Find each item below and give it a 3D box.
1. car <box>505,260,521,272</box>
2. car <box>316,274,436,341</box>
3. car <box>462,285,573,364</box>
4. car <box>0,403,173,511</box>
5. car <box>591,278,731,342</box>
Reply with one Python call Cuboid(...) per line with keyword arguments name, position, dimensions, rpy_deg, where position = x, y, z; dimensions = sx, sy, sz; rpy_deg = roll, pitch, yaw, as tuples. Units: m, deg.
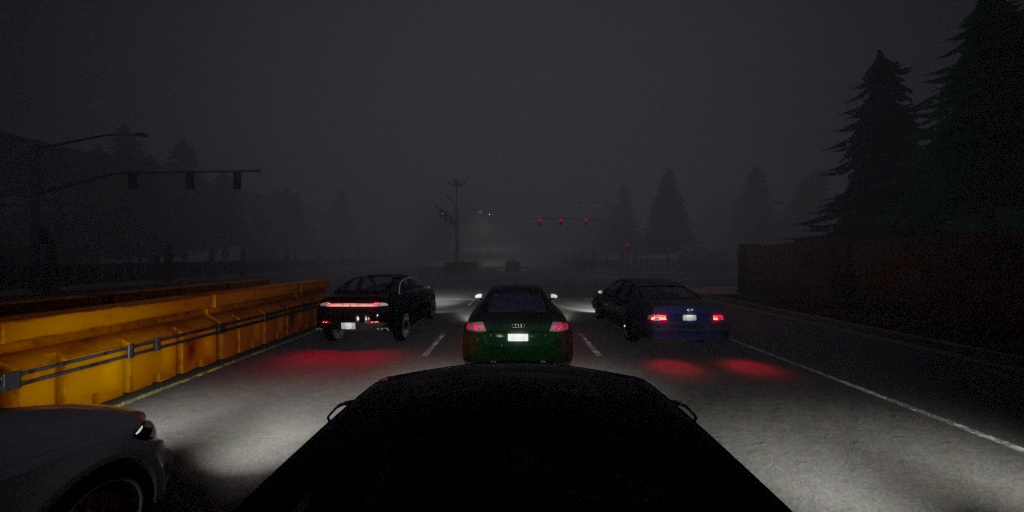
Cuboid(name="car", position=(0.096, 1.228, 45.980), dimensions=(1.882, 1.535, 5.008), rpy_deg=(0, 0, 0))
Cuboid(name="car", position=(-3.400, 1.241, 9.875), dimensions=(2.128, 1.511, 4.902), rpy_deg=(0, 0, 0))
Cuboid(name="car", position=(0.099, 1.314, 7.924), dimensions=(1.994, 1.385, 4.181), rpy_deg=(0, 0, 0))
Cuboid(name="car", position=(-3.403, 1.276, 0.638), dimensions=(1.812, 1.442, 4.674), rpy_deg=(0, 0, 0))
Cuboid(name="car", position=(3.599, 1.297, 9.781), dimensions=(2.033, 1.411, 5.357), rpy_deg=(0, 0, 0))
